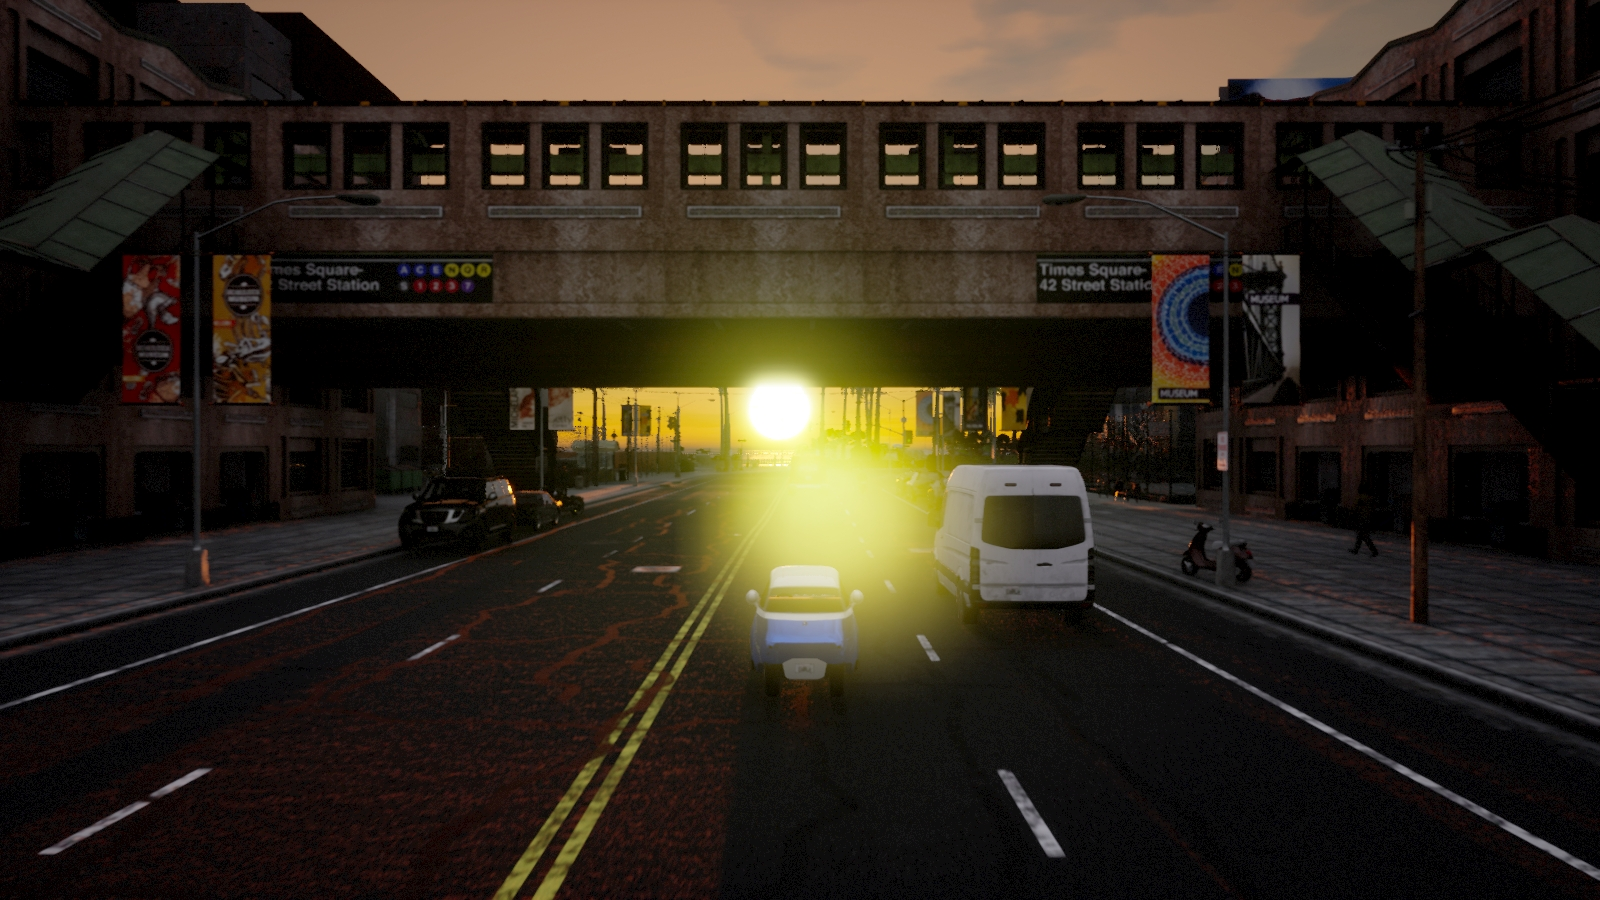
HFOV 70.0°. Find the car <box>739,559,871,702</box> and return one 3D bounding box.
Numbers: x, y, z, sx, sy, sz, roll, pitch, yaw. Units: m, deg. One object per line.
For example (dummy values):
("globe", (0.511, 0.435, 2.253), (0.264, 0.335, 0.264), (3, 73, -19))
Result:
("car", (0.057, 2.120, 13.885), (1.481, 1.376, 2.207), (0, 0, 0))

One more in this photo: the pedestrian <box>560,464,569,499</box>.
("pedestrian", (-12.789, 1.698, 62.039), (0.375, 1.860, 0.375), (0, 0, 6))

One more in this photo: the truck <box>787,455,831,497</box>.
("truck", (0.510, 1.568, 71.287), (2.627, 2.467, 5.204), (0, 0, 0))

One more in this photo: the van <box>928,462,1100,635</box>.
("van", (3.581, 1.534, 20.342), (1.988, 2.561, 5.915), (0, 0, 0))

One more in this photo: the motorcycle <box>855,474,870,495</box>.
("motorcycle", (4.007, 2.206, 73.393), (0.867, 1.251, 2.209), (0, 0, 0))

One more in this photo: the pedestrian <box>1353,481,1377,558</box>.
("pedestrian", (13.807, 1.697, 27.928), (0.375, 1.860, 0.375), (0, 0, -16))
